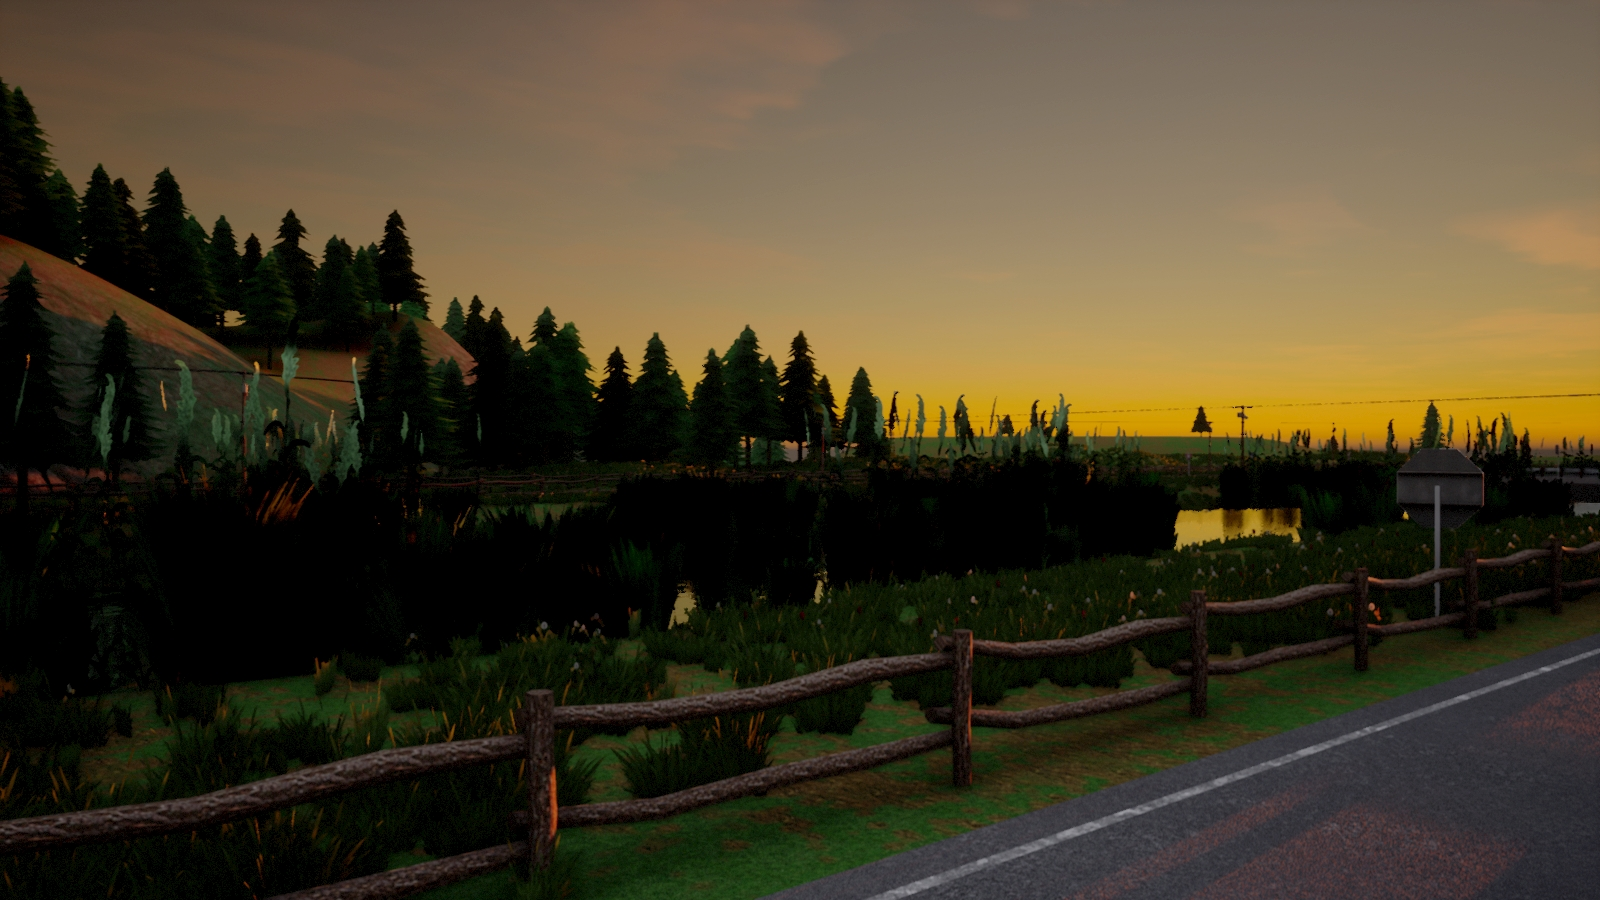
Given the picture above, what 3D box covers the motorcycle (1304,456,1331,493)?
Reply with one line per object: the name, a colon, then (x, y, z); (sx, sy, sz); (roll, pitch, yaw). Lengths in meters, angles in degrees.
motorcycle: (33.821, 1.580, 74.628); (2.033, 2.348, 0.803); (0, 0, -40)
